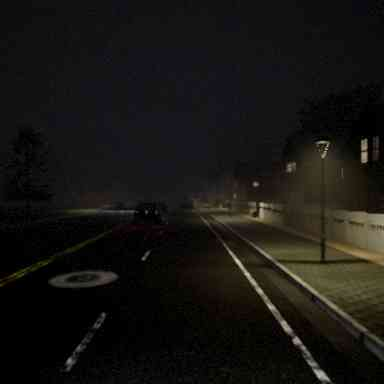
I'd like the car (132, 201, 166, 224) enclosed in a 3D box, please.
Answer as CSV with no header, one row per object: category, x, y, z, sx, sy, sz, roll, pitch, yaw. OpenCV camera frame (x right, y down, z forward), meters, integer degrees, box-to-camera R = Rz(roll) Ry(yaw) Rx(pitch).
car,-3.626,1.647,28.174,2.097,1.767,4.553,0,-1,-2

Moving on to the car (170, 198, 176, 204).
car,-4.188,2.243,87.055,2.097,1.767,4.553,0,-1,-6

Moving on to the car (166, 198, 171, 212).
car,-4.368,1.987,46.173,2.128,1.511,4.902,0,-1,-3

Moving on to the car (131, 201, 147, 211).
car,-8.049,2.081,50.898,1.812,1.442,4.674,0,0,-3

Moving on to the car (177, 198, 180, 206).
car,-1.268,2.161,63.478,1.882,1.535,5.008,0,-1,-4

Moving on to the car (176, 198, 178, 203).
car,-1.713,1.977,69.533,2.150,2.045,5.566,0,-1,-4

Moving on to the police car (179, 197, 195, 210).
police car,-0.626,1.996,53.544,1.930,1.638,5.238,0,-1,-3

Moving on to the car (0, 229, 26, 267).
car,-6.661,1.647,9.240,2.033,1.411,5.357,0,-1,-1

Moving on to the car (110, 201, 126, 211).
car,-11.322,2.092,51.288,1.812,1.442,4.674,0,0,-3
